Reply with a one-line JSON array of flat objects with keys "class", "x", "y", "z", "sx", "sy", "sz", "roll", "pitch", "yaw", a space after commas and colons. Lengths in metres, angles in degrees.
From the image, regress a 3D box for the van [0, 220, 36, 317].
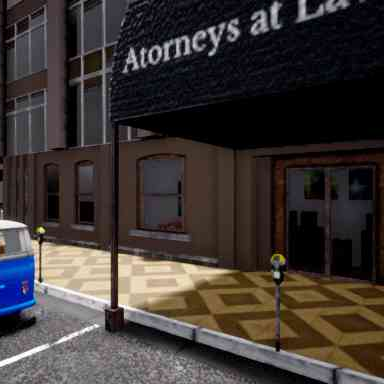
[{"class": "van", "x": -4.573, "y": 1.341, "z": 6.122, "sx": 3.998, "sy": 1.788, "sz": 1.690, "roll": 0, "pitch": 0, "yaw": 35}]
